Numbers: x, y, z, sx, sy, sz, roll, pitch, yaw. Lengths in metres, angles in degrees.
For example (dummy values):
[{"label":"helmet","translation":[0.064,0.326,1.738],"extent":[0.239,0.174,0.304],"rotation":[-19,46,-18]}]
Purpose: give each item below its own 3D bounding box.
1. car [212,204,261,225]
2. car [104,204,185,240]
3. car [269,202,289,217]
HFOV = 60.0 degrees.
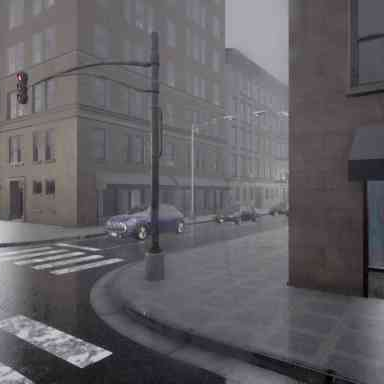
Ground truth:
[{"label":"car","translation":[3.653,1.686,26.075],"extent":[2.033,1.411,5.357],"rotation":[0,0,35]},{"label":"car","translation":[-2.384,1.432,17.574],"extent":[2.097,1.767,4.553],"rotation":[0,0,35]},{"label":"car","translation":[9.842,1.743,34.757],"extent":[2.033,1.411,5.357],"rotation":[0,0,36]}]
